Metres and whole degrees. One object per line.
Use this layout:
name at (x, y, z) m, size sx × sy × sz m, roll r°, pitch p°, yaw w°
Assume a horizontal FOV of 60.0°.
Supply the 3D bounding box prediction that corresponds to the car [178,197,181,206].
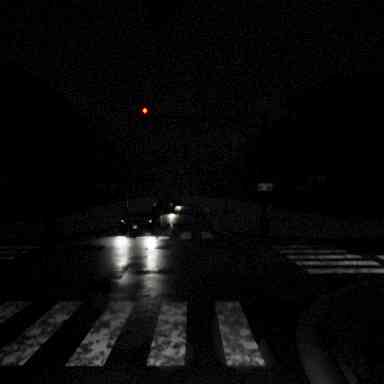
car at (-2.778, 1.336, 51.193) m, size 1.882 × 1.535 × 5.008 m, roll 0°, pitch 0°, yaw 0°

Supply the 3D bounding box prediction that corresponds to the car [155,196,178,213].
car at (-2.831, 1.250, 34.660) m, size 2.097 × 1.767 × 4.553 m, roll 0°, pitch 0°, yaw 0°

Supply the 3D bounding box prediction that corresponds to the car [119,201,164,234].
car at (-2.841, 1.469, 18.933) m, size 1.812 × 1.442 × 4.674 m, roll 0°, pitch 0°, yaw 0°
